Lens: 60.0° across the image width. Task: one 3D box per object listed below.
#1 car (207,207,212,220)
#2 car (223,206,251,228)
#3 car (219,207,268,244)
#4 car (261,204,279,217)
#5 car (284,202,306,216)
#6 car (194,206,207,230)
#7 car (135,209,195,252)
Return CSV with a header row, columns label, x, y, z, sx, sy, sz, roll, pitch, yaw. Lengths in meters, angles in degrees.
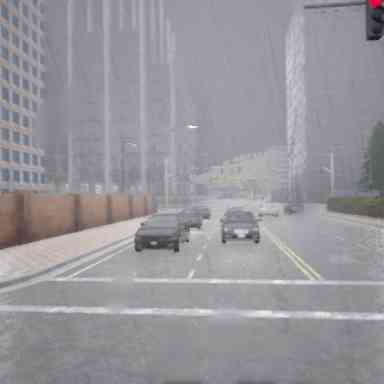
label,x,y,z,sx,sy,sz,roll,pitch,yaw
car,0.974,2.130,34.332,1.994,1.385,4.181,-1,-1,7
car,3.660,1.968,27.321,2.033,1.411,5.357,-1,-1,7
car,2.544,1.773,17.666,2.128,1.511,4.902,-1,-1,7
car,8.458,2.038,37.029,1.812,1.442,4.674,-1,-1,6
car,12.377,2.004,40.231,2.128,1.511,4.902,-1,-1,5
car,-0.196,1.989,24.484,1.994,1.385,4.181,-1,-1,6
car,-1.221,1.775,15.561,1.882,1.535,5.008,-1,-1,7
